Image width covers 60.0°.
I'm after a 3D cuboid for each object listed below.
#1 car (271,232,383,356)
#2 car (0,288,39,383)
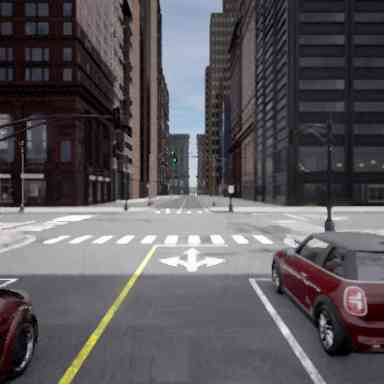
[{"bbox_3d":[2.759,1.428,6.063,1.967,1.590,4.097,0,0,0],"label":"car"},{"bbox_3d":[-3.000,1.559,2.669,1.994,1.385,4.181,0,0,0],"label":"car"}]
